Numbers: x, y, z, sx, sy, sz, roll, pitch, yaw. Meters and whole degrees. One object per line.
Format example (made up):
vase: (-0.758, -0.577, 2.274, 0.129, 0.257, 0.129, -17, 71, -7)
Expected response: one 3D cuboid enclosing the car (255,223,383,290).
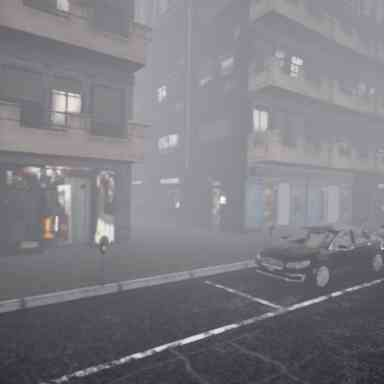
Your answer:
car: (3.639, 1.574, 9.095, 4.403, 1.369, 2.008, 0, 1, -35)
